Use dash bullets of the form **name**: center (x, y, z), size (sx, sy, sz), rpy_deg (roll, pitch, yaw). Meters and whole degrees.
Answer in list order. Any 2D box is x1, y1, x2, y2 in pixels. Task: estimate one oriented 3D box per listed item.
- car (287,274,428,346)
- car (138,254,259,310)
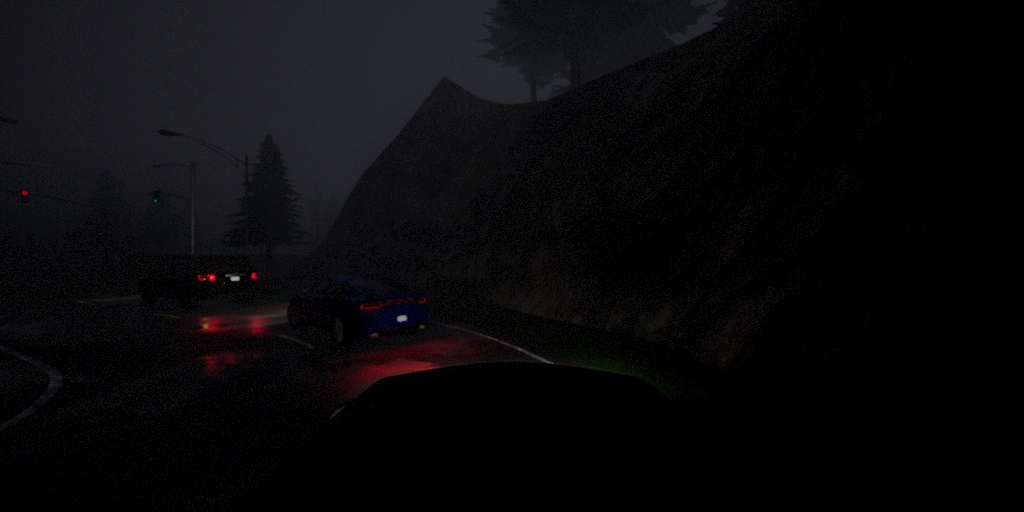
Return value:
- **car**: center (-4.237, 1.217, 9.541), size (5.008, 1.535, 1.882), rpy_deg (0, 0, 42)
- **car**: center (-12.816, 0.954, 14.672), size (5.566, 2.045, 2.150), rpy_deg (0, 0, 26)
